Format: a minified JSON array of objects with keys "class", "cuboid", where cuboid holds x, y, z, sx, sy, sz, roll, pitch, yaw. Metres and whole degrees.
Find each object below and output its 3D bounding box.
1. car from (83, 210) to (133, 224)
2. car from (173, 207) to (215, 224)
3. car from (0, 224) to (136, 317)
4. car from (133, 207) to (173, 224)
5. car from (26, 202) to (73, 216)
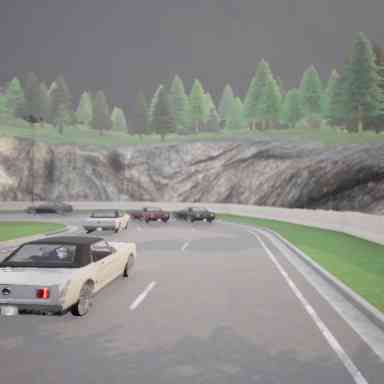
[{"class":"car","cuboid":[-5.192,1.793,20.762,1.895,1.301,4.718,0,-1,-1]},{"class":"car","cuboid":[0.012,1.876,27.797,1.895,1.301,4.718,0,-1,-25]},{"class":"car","cuboid":[-2.730,1.670,7.629,1.895,1.301,4.718,0,-1,6]},{"class":"car","cuboid":[-3.699,1.863,27.521,1.895,1.301,4.718,1,-1,-31]},{"class":"car","cuboid":[-15.535,1.812,36.341,4.902,1.511,2.128,0,-1,-1]}]
